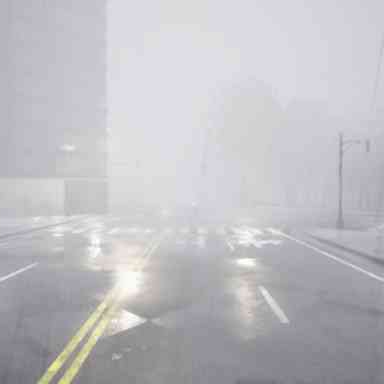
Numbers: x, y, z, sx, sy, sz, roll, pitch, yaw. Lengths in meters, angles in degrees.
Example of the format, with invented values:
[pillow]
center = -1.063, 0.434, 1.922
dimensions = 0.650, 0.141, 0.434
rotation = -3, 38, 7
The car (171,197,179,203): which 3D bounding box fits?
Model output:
[car]
center = -4.250, 2.034, 82.281
dimensions = 1.812, 1.442, 4.674
rotation = 0, -1, -2
